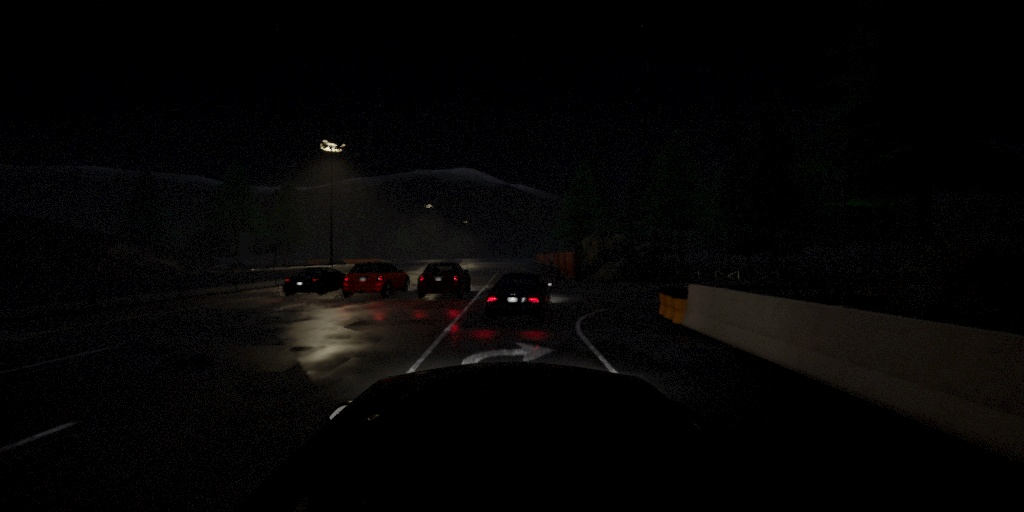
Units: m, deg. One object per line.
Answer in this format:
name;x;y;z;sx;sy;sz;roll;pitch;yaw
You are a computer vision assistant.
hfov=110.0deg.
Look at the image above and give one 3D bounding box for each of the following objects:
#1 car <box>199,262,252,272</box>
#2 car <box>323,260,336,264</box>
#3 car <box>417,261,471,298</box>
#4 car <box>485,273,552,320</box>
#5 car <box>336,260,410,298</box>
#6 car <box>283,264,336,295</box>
car;-24.595;1.276;31.010;1.812;1.442;4.674;0;0;0
car;-24.561;1.258;49.422;1.837;1.490;4.892;0;0;0
car;-3.400;1.103;18.694;2.097;1.767;4.553;0;0;0
car;0.367;1.298;12.705;2.033;1.411;5.357;0;0;8
car;-6.901;1.103;18.703;2.097;1.767;4.553;0;0;0
car;-10.400;1.314;19.566;1.994;1.385;4.181;0;0;0
